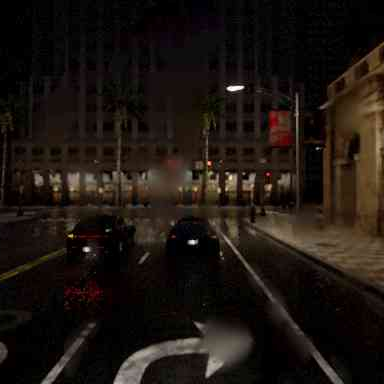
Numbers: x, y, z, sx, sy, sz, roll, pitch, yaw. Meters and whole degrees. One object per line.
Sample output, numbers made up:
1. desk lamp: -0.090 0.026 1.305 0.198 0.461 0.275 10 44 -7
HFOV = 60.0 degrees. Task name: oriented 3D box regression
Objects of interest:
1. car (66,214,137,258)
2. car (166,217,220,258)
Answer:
1. car: -3.457 1.656 13.439 1.837 1.490 4.892 0 0 1
2. car: 0.042 1.713 13.450 1.994 1.385 4.181 0 -1 1
